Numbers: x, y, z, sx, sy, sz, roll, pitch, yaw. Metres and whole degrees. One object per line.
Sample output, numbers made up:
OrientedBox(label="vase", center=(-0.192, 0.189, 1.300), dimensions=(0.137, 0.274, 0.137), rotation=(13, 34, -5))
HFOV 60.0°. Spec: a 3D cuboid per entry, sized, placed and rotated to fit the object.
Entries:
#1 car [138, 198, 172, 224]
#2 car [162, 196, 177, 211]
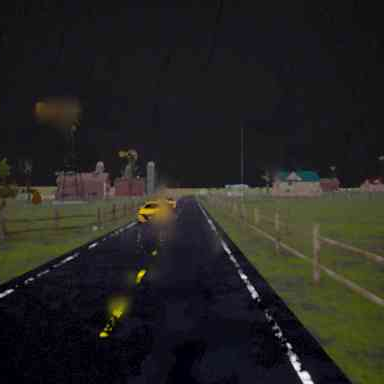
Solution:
OrientedBox(label="car", center=(-2.795, 1.473, 24.937), dimensions=(1.882, 1.535, 5.008), rotation=(0, 0, 0))
OrientedBox(label="car", center=(-2.793, 1.284, 38.637), dimensions=(1.882, 1.535, 5.008), rotation=(0, 0, 0))
